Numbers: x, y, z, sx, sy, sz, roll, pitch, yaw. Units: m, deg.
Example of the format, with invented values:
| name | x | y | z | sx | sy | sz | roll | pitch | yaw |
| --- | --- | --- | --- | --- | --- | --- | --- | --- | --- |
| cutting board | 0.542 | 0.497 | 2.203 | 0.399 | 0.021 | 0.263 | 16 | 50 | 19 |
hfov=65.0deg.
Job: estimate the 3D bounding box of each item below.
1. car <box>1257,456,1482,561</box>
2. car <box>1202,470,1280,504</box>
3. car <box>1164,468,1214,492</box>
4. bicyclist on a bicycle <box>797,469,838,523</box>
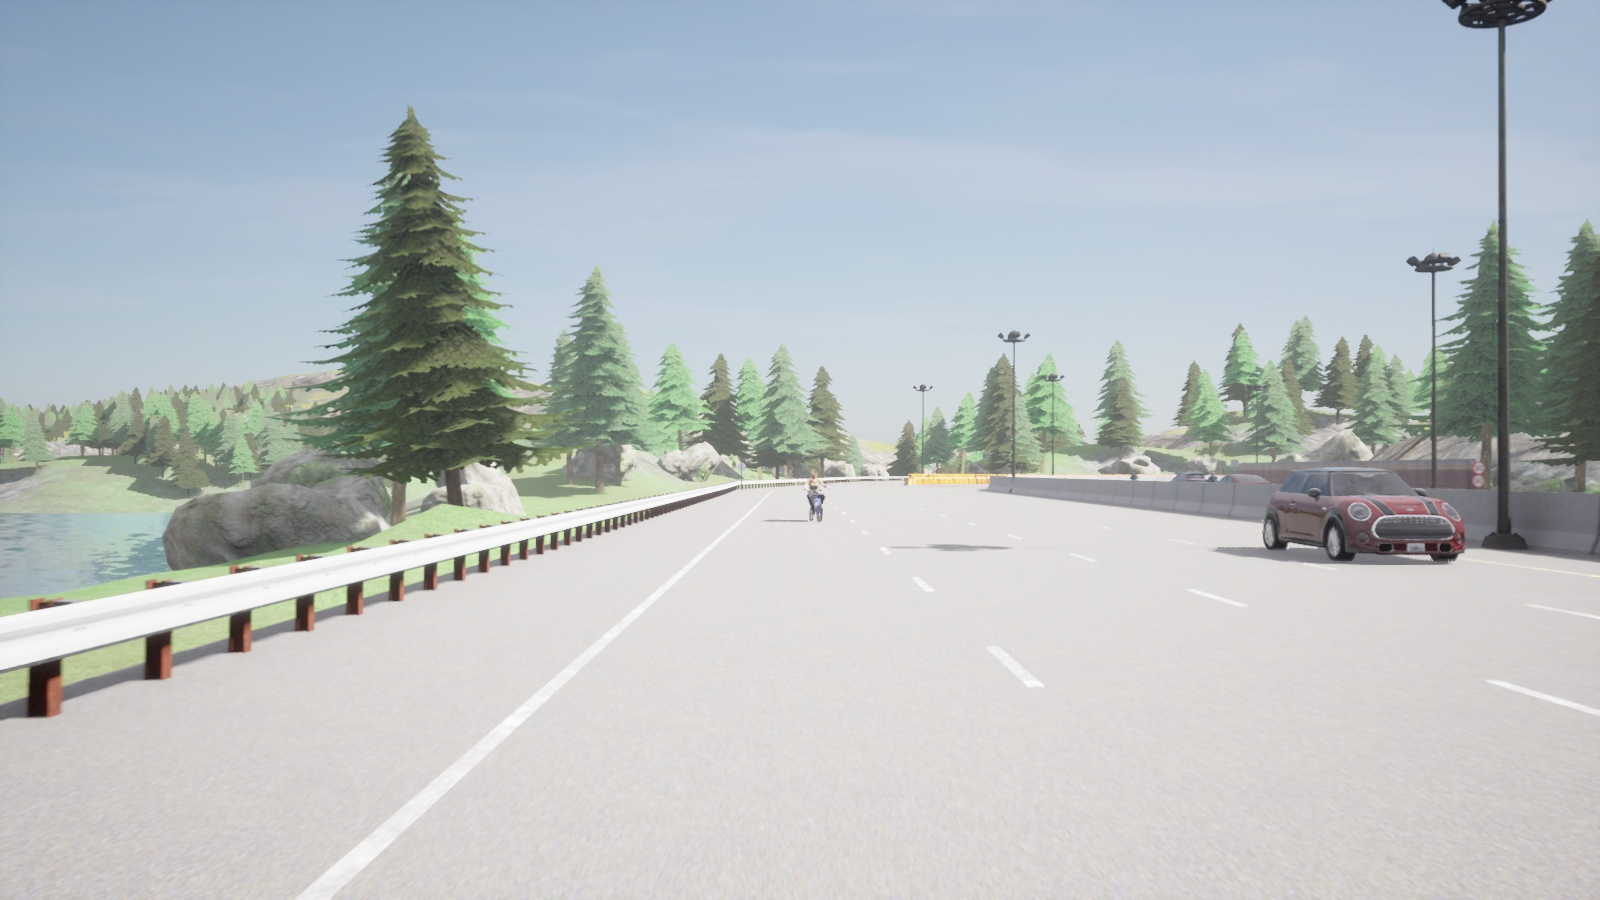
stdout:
| name | x | y | z | sx | sy | sz | roll | pitch | yaw |
| --- | --- | --- | --- | --- | --- | --- | --- | --- | --- |
| car | 10.444 | 1.024 | 23.479 | 2.097 | 1.767 | 4.553 | 0 | -1 | 0 |
| car | 20.817 | 1.705 | 59.520 | 1.882 | 1.535 | 5.008 | 0 | -1 | 0 |
| car | 27.663 | 2.134 | 89.541 | 2.033 | 1.649 | 4.856 | 0 | -1 | 0 |
| bicyclist on a bicycle | 0.518 | 1.393 | 38.454 | 0.866 | 1.612 | 1.509 | -1 | -1 | -14 |
